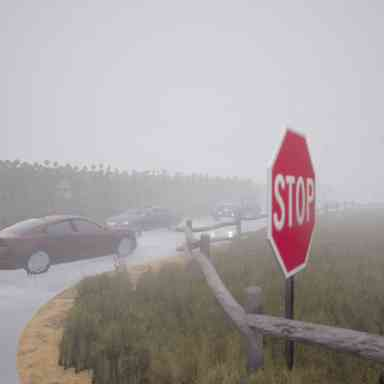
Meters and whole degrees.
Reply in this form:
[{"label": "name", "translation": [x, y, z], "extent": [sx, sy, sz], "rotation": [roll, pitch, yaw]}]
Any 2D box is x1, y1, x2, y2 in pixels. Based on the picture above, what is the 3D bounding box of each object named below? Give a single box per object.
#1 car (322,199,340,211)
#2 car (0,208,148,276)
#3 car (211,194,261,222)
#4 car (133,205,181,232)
[{"label": "car", "translation": [17.067, 1.547, 40.913], "extent": [2.033, 1.411, 5.357], "rotation": [0, 0, 26]}, {"label": "car", "translation": [-3.968, 1.477, 10.631], "extent": [1.882, 1.535, 5.008], "rotation": [1, 0, 38]}, {"label": "car", "translation": [3.679, 1.221, 26.903], "extent": [2.150, 2.045, 5.566], "rotation": [0, 0, 35]}, {"label": "car", "translation": [-2.570, 1.491, 18.139], "extent": [2.128, 1.511, 4.902], "rotation": [0, 0, 35]}]
